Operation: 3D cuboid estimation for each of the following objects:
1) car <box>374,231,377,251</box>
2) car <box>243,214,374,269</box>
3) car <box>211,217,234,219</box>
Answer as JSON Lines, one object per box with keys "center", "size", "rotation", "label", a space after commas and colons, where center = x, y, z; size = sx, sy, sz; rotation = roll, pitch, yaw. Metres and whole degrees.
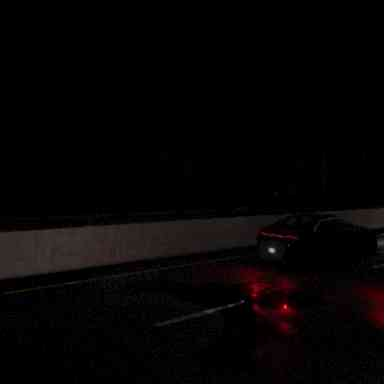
{"center": [7.099, 1.468, 8.809], "size": [5.008, 1.535, 1.882], "rotation": [0, 0, -36], "label": "car"}
{"center": [4.298, 1.483, 11.111], "size": [4.902, 1.511, 2.128], "rotation": [0, 0, -36], "label": "car"}
{"center": [3.270, 1.465, 19.166], "size": [5.008, 1.535, 1.882], "rotation": [0, 0, -35], "label": "car"}
